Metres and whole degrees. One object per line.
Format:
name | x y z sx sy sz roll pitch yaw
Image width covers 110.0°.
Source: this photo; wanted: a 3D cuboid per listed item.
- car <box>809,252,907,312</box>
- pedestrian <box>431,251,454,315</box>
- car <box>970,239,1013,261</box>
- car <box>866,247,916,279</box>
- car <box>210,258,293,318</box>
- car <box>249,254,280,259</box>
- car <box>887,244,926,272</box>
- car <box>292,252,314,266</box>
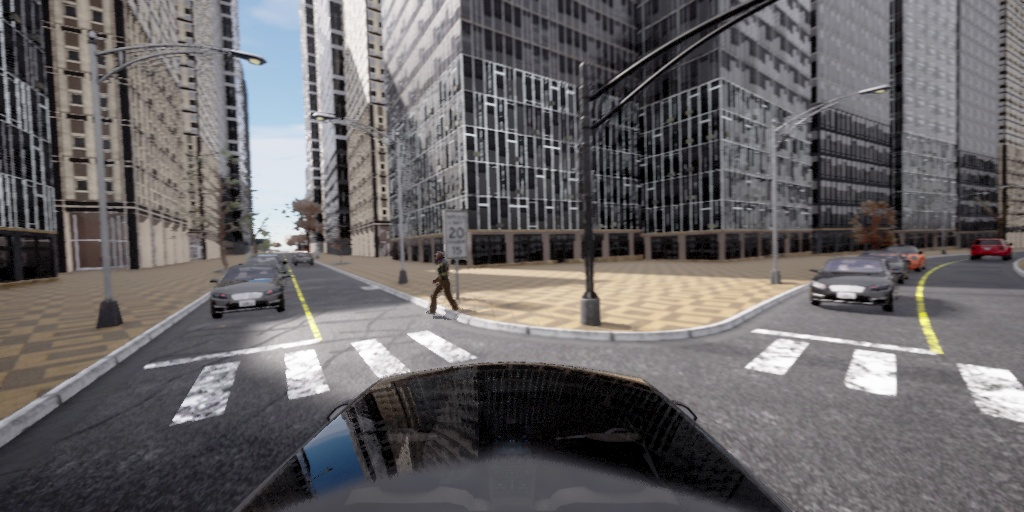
car | 11.241 0.778 11.736 4.902 1.511 2.128 -2 2 -42
pedestrian | -1.949 0.754 9.922 0.375 1.860 0.375 -2 2 -33
car | 46.526 -0.655 34.836 5.566 2.045 2.150 -2 1 -32
car | 18.465 0.495 18.017 4.902 1.511 2.128 -2 1 -40
car | -8.849 1.036 12.297 2.128 1.511 4.902 -3 3 -32
car | -13.937 0.725 20.168 2.097 1.767 4.553 -3 3 -33
car | 26.207 0.073 24.235 4.553 1.767 2.097 -2 1 -37
car | -23.721 0.327 40.797 2.128 1.511 4.902 -3 3 -33
